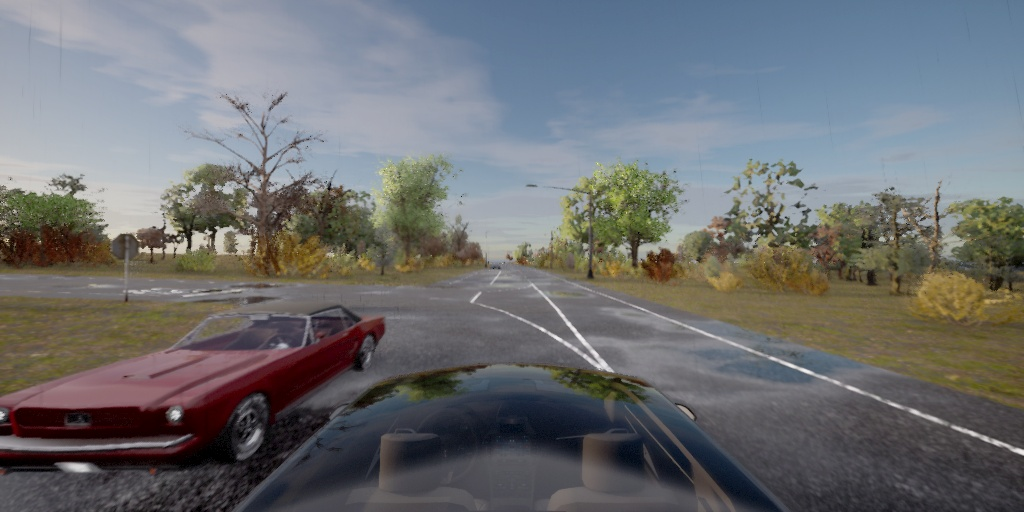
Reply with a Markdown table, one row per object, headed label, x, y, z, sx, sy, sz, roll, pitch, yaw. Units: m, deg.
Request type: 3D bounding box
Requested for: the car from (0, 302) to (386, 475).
| label | x | y | z | sx | sy | sz | roll | pitch | yaw |
| --- | --- | --- | --- | --- | --- | --- | --- | --- | --- |
| car | -3.497 | 1.406 | 5.095 | 1.895 | 1.301 | 4.718 | 0 | 0 | 0 |
